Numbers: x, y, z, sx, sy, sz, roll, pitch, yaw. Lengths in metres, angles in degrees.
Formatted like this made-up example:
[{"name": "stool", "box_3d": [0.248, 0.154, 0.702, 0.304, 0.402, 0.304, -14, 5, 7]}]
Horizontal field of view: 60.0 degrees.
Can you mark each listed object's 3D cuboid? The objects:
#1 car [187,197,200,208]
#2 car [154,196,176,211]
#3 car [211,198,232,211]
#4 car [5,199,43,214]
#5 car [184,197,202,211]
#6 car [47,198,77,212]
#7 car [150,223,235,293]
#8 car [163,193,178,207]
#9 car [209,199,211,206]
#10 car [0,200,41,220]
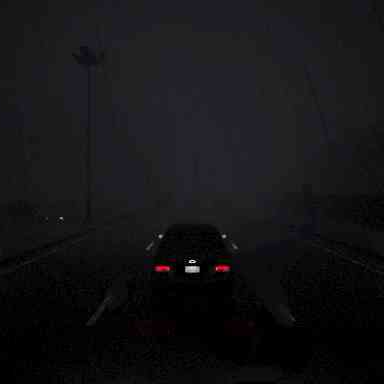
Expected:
[{"name": "car", "box_3d": [0.192, 1.505, 50.230, 1.837, 1.490, 4.892, 0, 0, 0]}, {"name": "car", "box_3d": [-3.384, 1.547, 39.954, 2.033, 1.411, 5.357, 0, 0, 0]}, {"name": "car", "box_3d": [3.615, 1.478, 39.789, 1.882, 1.535, 5.008, 0, 0, 0]}, {"name": "car", "box_3d": [-18.473, 1.564, 36.818, 1.994, 1.385, 4.181, 0, 0, 1]}, {"name": "car", "box_3d": [0.116, 1.491, 39.895, 2.128, 1.511, 4.902, 0, 0, 0]}, {"name": "car", "box_3d": [-14.947, 1.478, 38.533, 1.882, 1.535, 5.008, 0, 0, 1]}, {"name": "car", "box_3d": [0.007, 1.548, 8.959, 2.033, 1.411, 5.357, 0, 0, 0]}, {"name": "car", "box_3d": [-3.308, 1.221, 50.284, 2.150, 2.045, 5.566, 0, 0, 0]}, {"name": "car", "box_3d": [3.692, 1.564, 50.206, 1.994, 1.385, 4.181, 0, 0, 0]}, {"name": "car", "box_3d": [-15.049, 1.491, 28.477, 2.128, 1.511, 4.902, 0, 0, 0]}]
